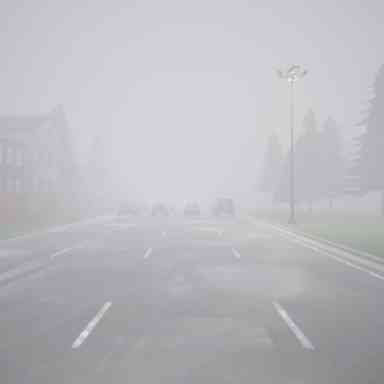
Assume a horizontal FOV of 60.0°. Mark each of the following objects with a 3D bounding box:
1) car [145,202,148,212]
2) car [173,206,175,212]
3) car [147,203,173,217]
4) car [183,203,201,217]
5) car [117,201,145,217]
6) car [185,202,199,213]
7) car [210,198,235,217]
[{"bbox_3d":[-7.003,2.150,47.685,1.812,1.442,4.674,0,-1,0],"label":"car"},{"bbox_3d":[-3.503,2.226,47.761,1.895,1.301,4.718,0,-1,0],"label":"car"},{"bbox_3d":[-3.502,1.993,37.267,1.837,1.490,4.892,0,-1,0],"label":"car"},{"bbox_3d":[-0.002,1.980,37.267,2.128,1.511,4.902,0,-1,0],"label":"car"},{"bbox_3d":[-7.002,1.845,37.654,2.097,1.767,4.553,0,-1,0],"label":"car"},{"bbox_3d":[-0.002,2.190,47.759,1.994,1.385,4.181,0,-1,0],"label":"car"},{"bbox_3d":[3.498,1.710,37.302,2.150,2.045,5.566,0,-1,0],"label":"car"}]
